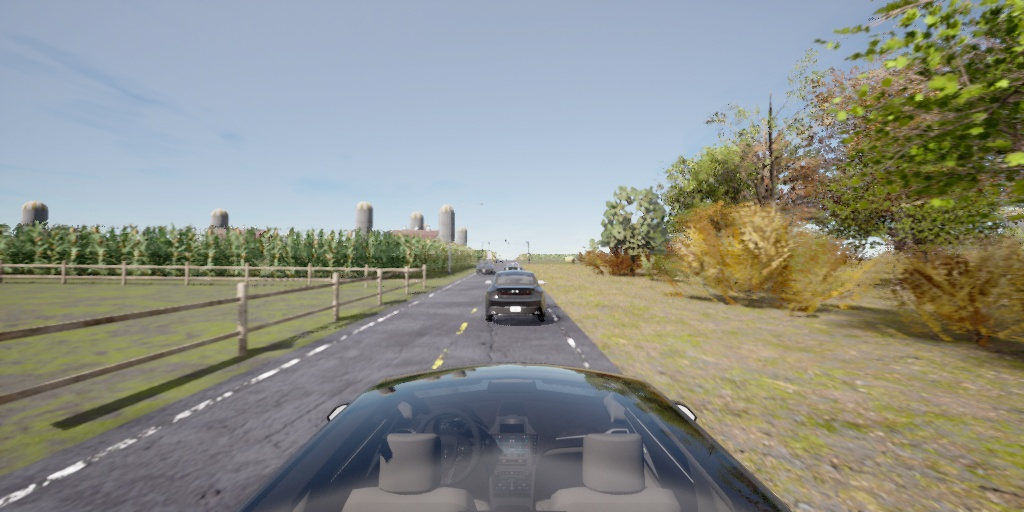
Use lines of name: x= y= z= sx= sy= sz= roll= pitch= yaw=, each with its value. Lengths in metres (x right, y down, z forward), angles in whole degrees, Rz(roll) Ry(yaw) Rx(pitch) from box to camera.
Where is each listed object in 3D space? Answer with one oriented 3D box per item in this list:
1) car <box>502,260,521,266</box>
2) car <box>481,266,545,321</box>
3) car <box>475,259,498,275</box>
car: x=0.106 y=1.364 z=38.576 sx=1.895 sy=1.301 sz=4.718 roll=0 pitch=0 yaw=0
car: x=0.102 y=1.258 z=12.566 sx=1.837 sy=1.490 sz=4.892 roll=0 pitch=0 yaw=0
car: x=-2.832 y=1.268 z=38.772 sx=1.837 sy=1.490 sz=4.892 roll=0 pitch=0 yaw=0
